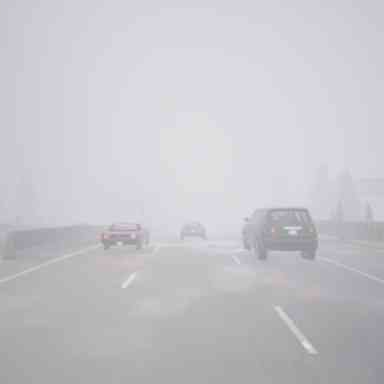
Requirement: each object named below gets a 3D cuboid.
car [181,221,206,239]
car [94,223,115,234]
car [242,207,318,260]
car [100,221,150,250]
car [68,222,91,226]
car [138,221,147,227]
[{"bbox_3d":[0.099,3.080,26.993,1.994,1.385,4.181,0,-6,0],"label":"car"},{"bbox_3d":[-14.036,5.877,53.822,2.097,1.767,4.553,0,-6,1],"label":"car"},{"bbox_3d":[3.599,1.687,14.513,2.150,2.045,5.566,0,-3,0],"label":"car"},{"bbox_3d":[-3.400,2.300,17.919,1.895,1.301,4.718,0,-4,0],"label":"car"},{"bbox_3d":[-10.590,3.548,31.481,1.812,1.442,4.674,0,-6,0],"label":"car"},{"bbox_3d":[-14.002,9.015,93.989,1.837,1.490,4.892,0,-1,0],"label":"car"}]
